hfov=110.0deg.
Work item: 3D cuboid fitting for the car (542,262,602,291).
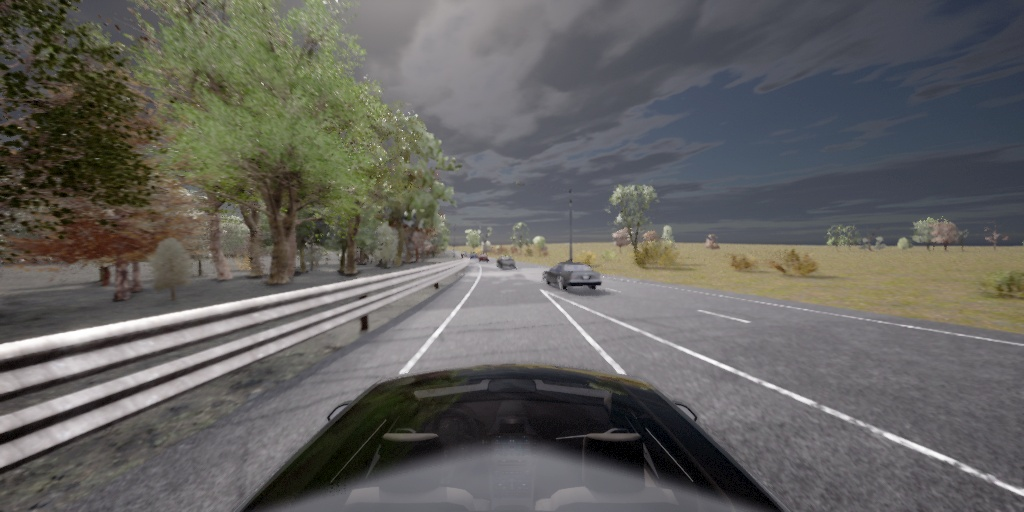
[{"bbox_3d":[3.149,1.043,19.712,2.033,1.411,5.357,0,1,-9],"label":"car"}]

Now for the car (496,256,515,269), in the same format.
[{"bbox_3d":[-0.798,0.735,43.386,2.128,1.511,4.902,-1,1,-9],"label":"car"}]
